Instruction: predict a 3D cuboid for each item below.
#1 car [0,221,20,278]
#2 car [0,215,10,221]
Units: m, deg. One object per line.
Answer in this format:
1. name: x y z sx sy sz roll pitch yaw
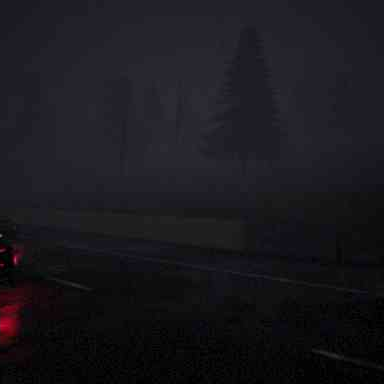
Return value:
1. car: -6.838 1.645 9.466 4.892 1.490 1.837 0 0 39
2. car: -10.955 1.842 17.598 4.718 1.301 1.895 -1 -1 42
